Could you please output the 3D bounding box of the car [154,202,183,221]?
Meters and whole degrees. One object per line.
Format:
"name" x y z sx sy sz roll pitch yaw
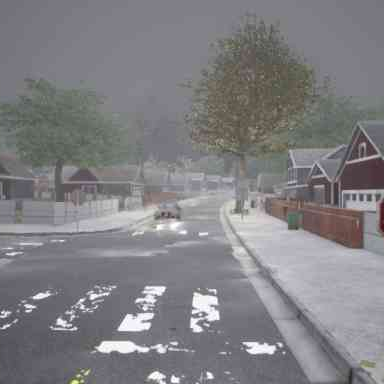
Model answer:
"car" -1.805 1.509 26.818 1.994 1.385 4.181 0 0 4
